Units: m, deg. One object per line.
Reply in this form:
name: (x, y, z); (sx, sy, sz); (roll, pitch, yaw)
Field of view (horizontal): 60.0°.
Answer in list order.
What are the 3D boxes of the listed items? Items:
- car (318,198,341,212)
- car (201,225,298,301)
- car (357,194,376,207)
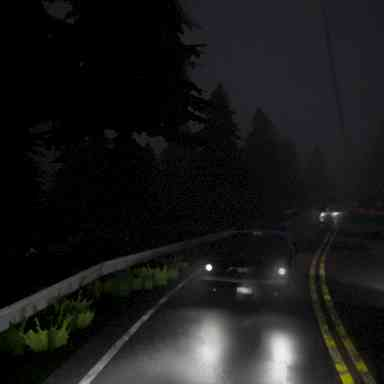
car: (14.493, 1.301, 34.890); (2.033, 1.411, 5.357); (-2, 0, 28)
car: (1.717, 1.599, 8.583); (1.895, 1.301, 4.718); (-1, 0, 19)
car: (21.113, 1.047, 40.182); (2.128, 1.511, 4.902); (-2, 0, 29)
